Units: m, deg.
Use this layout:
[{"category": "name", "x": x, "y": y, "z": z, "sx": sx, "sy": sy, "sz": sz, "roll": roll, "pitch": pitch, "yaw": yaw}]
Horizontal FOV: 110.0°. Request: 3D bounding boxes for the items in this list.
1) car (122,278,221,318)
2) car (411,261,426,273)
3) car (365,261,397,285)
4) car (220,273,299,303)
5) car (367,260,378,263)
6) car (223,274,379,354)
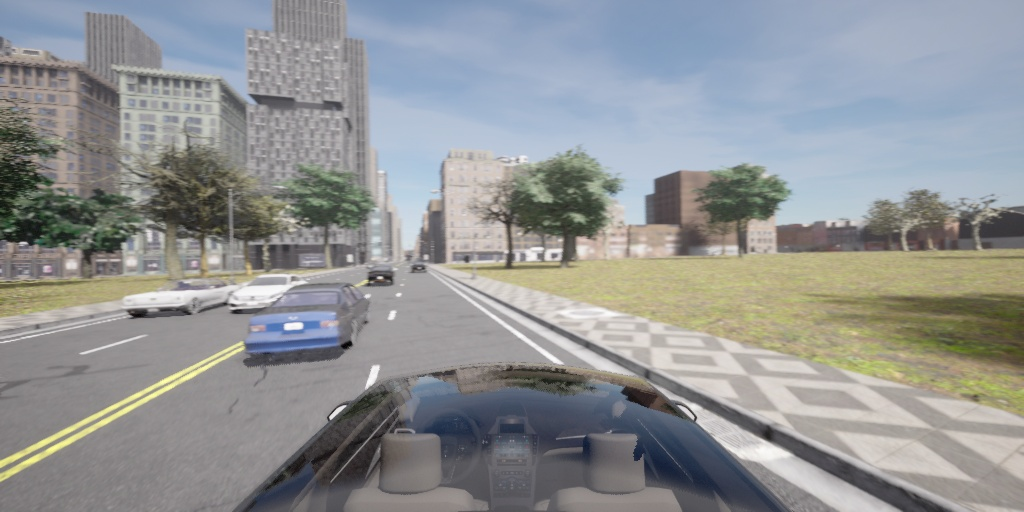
[{"category": "car", "x": -13.399, "y": 1.634, "z": 14.908, "sx": 1.895, "sy": 1.301, "sz": 4.718, "roll": -1, "pitch": 0, "yaw": -16}, {"category": "car", "x": -13.127, "y": 1.521, "z": 50.541, "sx": 1.882, "sy": 1.535, "sz": 5.008, "roll": -1, "pitch": 0, "yaw": -16}, {"category": "car", "x": -10.247, "y": 1.445, "z": 28.385, "sx": 1.882, "sy": 1.535, "sz": 5.008, "roll": -1, "pitch": 0, "yaw": -16}, {"category": "car", "x": -10.167, "y": 1.489, "z": 15.419, "sx": 1.812, "sy": 1.442, "sz": 4.674, "roll": -1, "pitch": 0, "yaw": -16}, {"category": "car", "x": -21.114, "y": 1.337, "z": 54.518, "sx": 1.837, "sy": 1.490, "sz": 4.892, "roll": -1, "pitch": 0, "yaw": -16}, {"category": "car", "x": -4.839, "y": 1.397, "z": 9.240, "sx": 2.033, "sy": 1.411, "sz": 5.357, "roll": -1, "pitch": 0, "yaw": -16}]
